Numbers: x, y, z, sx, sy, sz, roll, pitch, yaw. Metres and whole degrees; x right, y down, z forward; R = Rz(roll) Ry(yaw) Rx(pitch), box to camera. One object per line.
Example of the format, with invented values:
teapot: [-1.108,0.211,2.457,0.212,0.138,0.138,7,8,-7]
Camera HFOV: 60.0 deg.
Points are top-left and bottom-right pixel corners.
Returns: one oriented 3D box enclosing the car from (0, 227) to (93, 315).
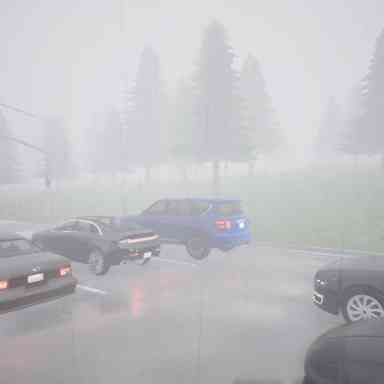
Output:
car: [-4.771,1.547,7.266,5.357,1.411,2.033,0,0,36]

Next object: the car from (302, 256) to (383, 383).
car: [3.154,1.478,1.740,5.008,1.535,1.882,0,0,35]

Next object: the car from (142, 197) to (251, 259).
car: [-0.500,1.221,12.815,5.566,2.045,2.150,0,0,35]

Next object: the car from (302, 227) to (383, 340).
car: [4.444,1.505,5.120,4.892,1.490,1.837,0,0,35]

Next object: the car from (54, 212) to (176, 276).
car: [-3.172,1.492,10.431,4.902,1.511,2.128,0,0,36]
